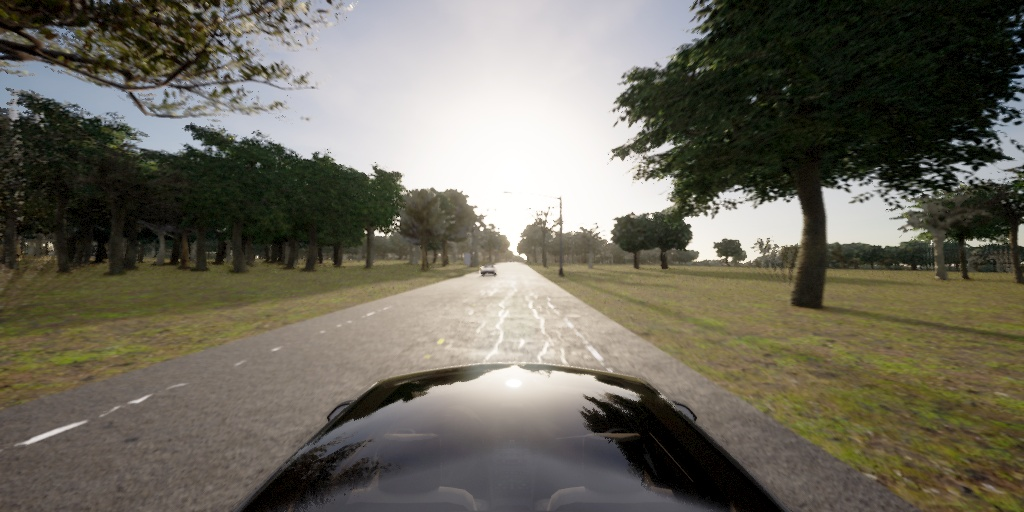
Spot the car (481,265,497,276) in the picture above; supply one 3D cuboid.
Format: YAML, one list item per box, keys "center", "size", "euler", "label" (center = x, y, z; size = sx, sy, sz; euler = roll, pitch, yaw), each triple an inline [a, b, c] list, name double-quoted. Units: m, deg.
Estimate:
- center: [-2.995, 1.855, 47.247]
  size: [2.033, 1.411, 5.357]
  euler: [0, -1, 1]
  label: "car"
